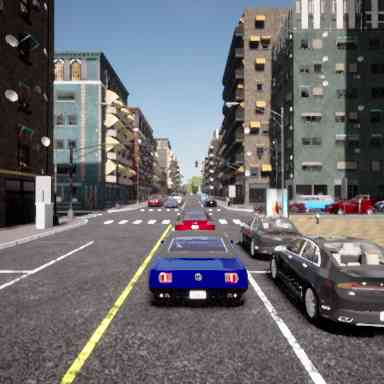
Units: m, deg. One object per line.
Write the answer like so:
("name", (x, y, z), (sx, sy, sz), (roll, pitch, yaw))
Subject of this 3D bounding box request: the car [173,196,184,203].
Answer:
("car", (-2.821, 1.577, 69.104), (1.994, 1.385, 4.181), (0, 0, 0))

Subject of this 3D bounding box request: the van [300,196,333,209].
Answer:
("van", (13.863, 1.289, 37.514), (3.998, 1.788, 1.690), (0, 0, 1))

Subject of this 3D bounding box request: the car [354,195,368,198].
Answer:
("car", (19.390, 1.220, 37.460), (5.009, 1.841, 2.192), (0, 0, 1))

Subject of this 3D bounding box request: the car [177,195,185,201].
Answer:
("car", (-2.778, 1.500, 84.065), (1.837, 1.490, 4.892), (0, 0, 0))

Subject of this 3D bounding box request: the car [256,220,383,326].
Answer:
("car", (2.848, 1.551, 6.960), (2.008, 1.369, 4.403), (1, 0, 0))

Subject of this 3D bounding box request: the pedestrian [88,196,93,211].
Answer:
("pedestrian", (-12.421, 1.339, 40.728), (0.375, 1.860, 0.375), (0, 0, 1))

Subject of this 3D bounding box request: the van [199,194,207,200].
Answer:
("van", (2.911, 1.357, 78.580), (1.690, 1.788, 3.998), (1, 0, 0))

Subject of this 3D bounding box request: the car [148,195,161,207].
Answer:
("car", (-5.541, 1.324, 50.786), (2.192, 1.841, 5.009), (1, 0, 0))

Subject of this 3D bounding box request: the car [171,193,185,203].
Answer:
("car", (-2.923, 1.232, 58.710), (2.150, 2.045, 5.566), (0, 0, 1))

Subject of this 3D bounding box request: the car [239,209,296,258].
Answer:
("car", (2.863, 1.552, 12.530), (2.008, 1.369, 4.403), (1, 0, 0))

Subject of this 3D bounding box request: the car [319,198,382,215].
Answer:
("car", (13.780, 1.407, 29.133), (4.206, 1.307, 1.802), (0, 0, 1))

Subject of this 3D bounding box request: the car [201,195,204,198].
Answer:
("car", (2.849, 1.592, 56.294), (1.802, 1.307, 4.206), (1, 0, 0))

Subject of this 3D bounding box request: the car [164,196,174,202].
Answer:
("car", (-5.471, 1.582, 78.641), (1.947, 1.339, 4.313), (1, 0, 0))

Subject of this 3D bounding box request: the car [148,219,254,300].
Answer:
("car", (0.121, 1.602, 8.347), (1.895, 1.301, 4.718), (0, 0, 0))

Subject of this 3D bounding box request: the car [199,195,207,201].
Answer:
("car", (2.938, 1.564, 89.721), (1.887, 1.381, 4.507), (1, 0, 0))

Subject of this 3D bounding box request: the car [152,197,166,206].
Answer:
("car", (-5.530, 1.555, 56.357), (1.887, 1.381, 4.507), (1, 0, 0))

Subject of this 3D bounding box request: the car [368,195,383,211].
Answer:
("car", (21.577, 1.202, 34.855), (4.553, 1.767, 2.097), (-1, -1, 1))

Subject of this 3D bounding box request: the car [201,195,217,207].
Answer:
("car", (2.835, 1.575, 50.723), (1.947, 1.339, 4.313), (1, 0, 0))

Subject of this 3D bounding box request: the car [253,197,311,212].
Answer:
("car", (9.161, 1.493, 34.976), (5.357, 1.411, 2.033), (0, -1, 1))

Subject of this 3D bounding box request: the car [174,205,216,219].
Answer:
("car", (0.140, 1.566, 17.210), (1.994, 1.385, 4.181), (0, 0, 0))

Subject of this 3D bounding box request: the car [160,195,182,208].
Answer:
("car", (-2.974, 1.556, 48.709), (2.033, 1.411, 5.357), (0, 0, 1))
